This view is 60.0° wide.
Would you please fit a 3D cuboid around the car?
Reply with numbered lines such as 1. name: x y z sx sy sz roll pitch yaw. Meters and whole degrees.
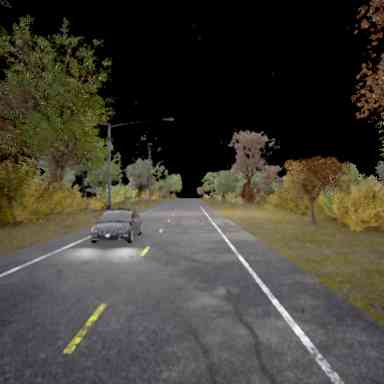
1. car: -3.603 1.593 16.556 1.837 1.490 4.892 0 0 0
